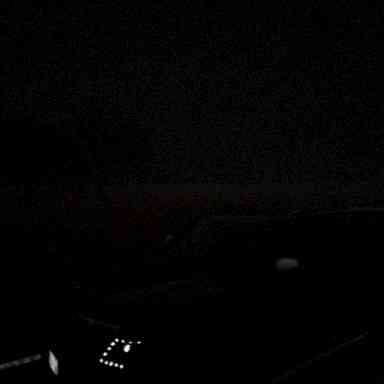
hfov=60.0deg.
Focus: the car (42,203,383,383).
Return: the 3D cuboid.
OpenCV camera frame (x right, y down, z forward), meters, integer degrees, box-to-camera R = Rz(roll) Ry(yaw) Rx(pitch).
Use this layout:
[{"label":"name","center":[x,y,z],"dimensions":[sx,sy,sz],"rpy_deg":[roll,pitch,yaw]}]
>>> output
[{"label":"car","center":[0.969,1.218,4.684],"dimensions":[5.566,2.045,2.150],"rpy_deg":[0,0,-35]}]
